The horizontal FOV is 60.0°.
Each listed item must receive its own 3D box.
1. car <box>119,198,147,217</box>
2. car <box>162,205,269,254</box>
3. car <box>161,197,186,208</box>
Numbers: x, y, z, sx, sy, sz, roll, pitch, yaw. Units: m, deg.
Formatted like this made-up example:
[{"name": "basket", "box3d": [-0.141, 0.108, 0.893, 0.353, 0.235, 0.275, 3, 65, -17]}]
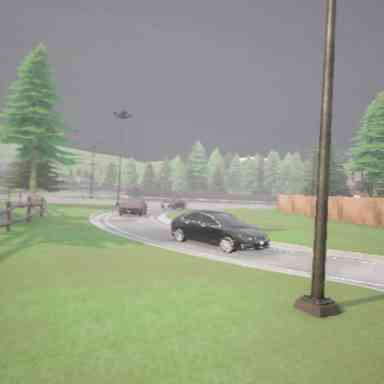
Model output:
[{"name": "car", "box3d": [-5.080, 1.283, 29.013, 1.882, 1.535, 5.008, 3, 0, -1]}, {"name": "car", "box3d": [1.028, 1.591, 14.322, 1.837, 1.490, 4.892, 1, 1, -42]}, {"name": "car", "box3d": [-2.309, 1.464, 42.787, 2.128, 1.511, 4.902, 3, 0, 21]}]
